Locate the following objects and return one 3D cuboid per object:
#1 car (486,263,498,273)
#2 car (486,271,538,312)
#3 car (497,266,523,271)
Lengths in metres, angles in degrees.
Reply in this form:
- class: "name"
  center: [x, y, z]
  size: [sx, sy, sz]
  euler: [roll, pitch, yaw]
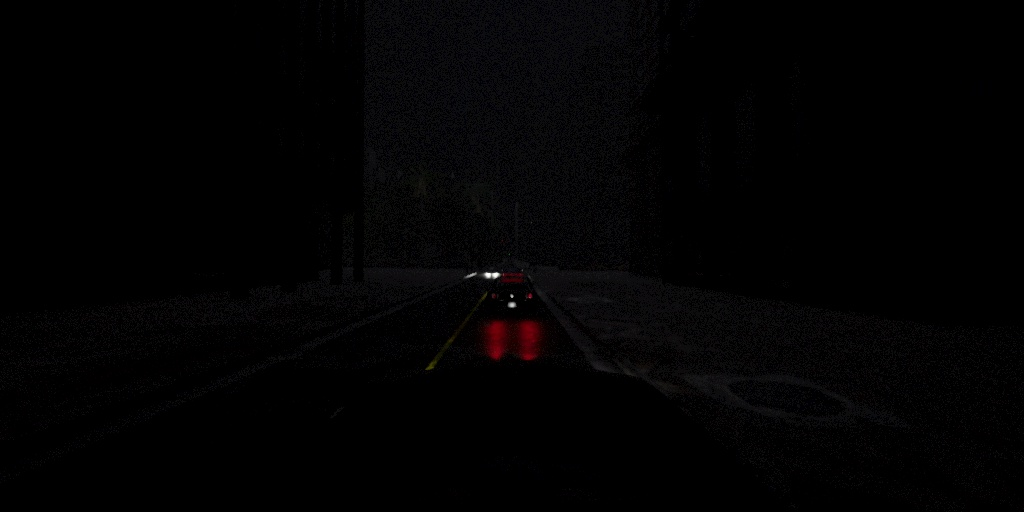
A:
- class: "car"
  center: [-3.025, 1.828, 55.399]
  size: [2.128, 1.511, 4.902]
  euler: [0, -1, 0]
- class: "car"
  center: [0.018, 1.494, 15.097]
  size: [1.895, 1.301, 4.718]
  euler: [0, -1, 0]
- class: "car"
  center: [0.015, 1.620, 30.343]
  size: [1.994, 1.385, 4.181]
  euler: [0, -1, 1]
